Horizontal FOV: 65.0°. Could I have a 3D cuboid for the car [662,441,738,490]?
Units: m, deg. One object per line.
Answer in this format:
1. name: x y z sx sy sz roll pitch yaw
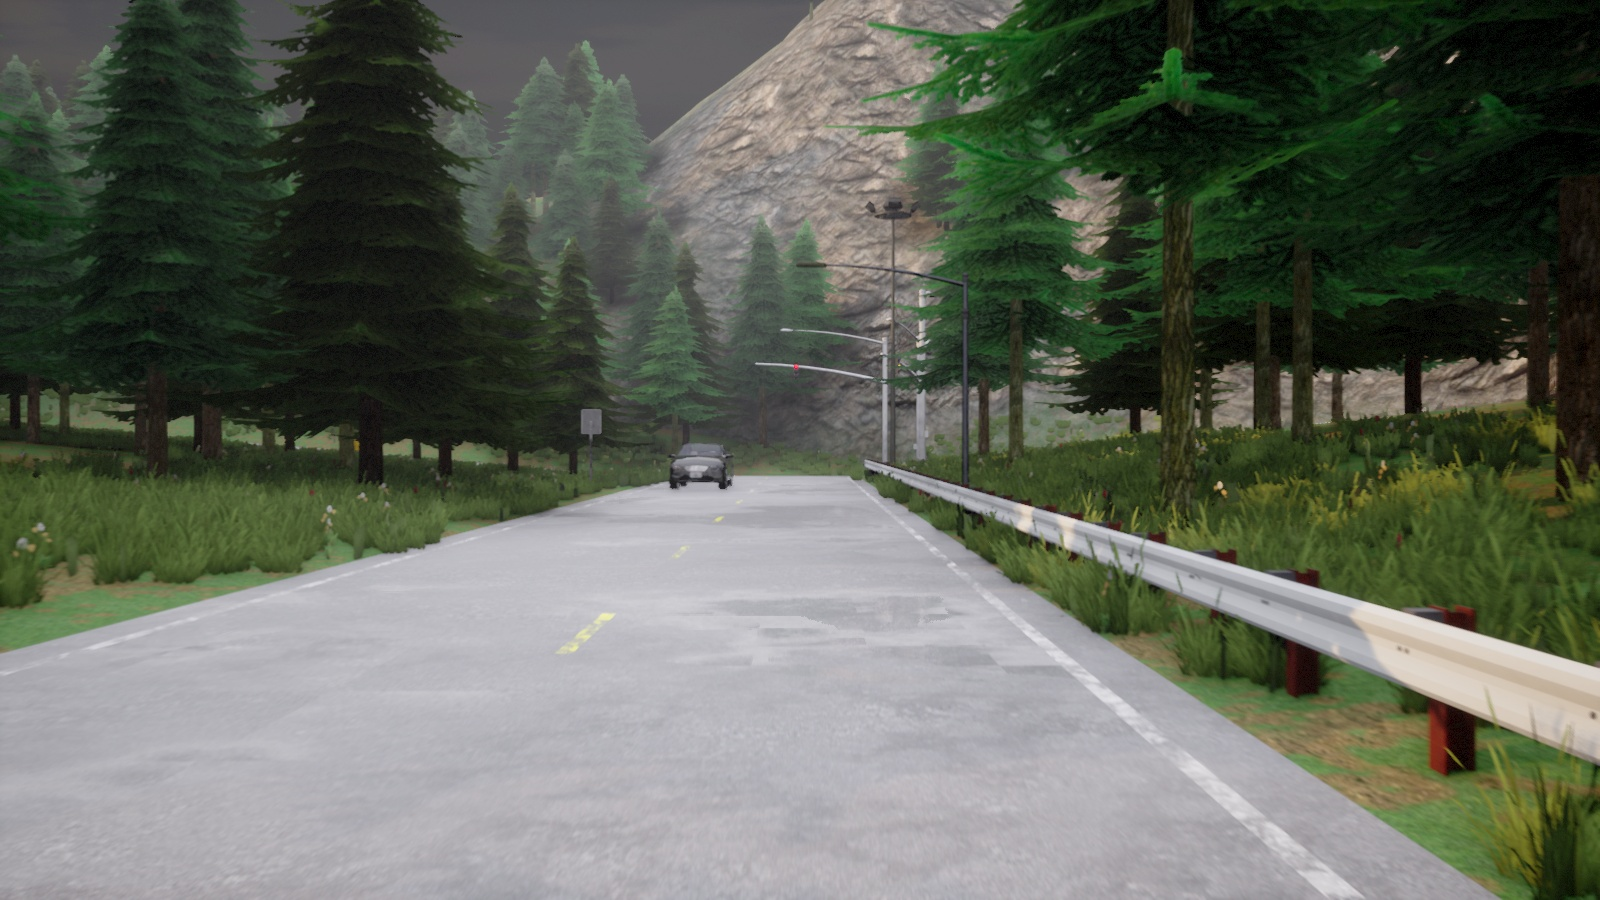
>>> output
1. car: -3.248 0.473 41.704 2.128 1.511 4.902 0 0 0
